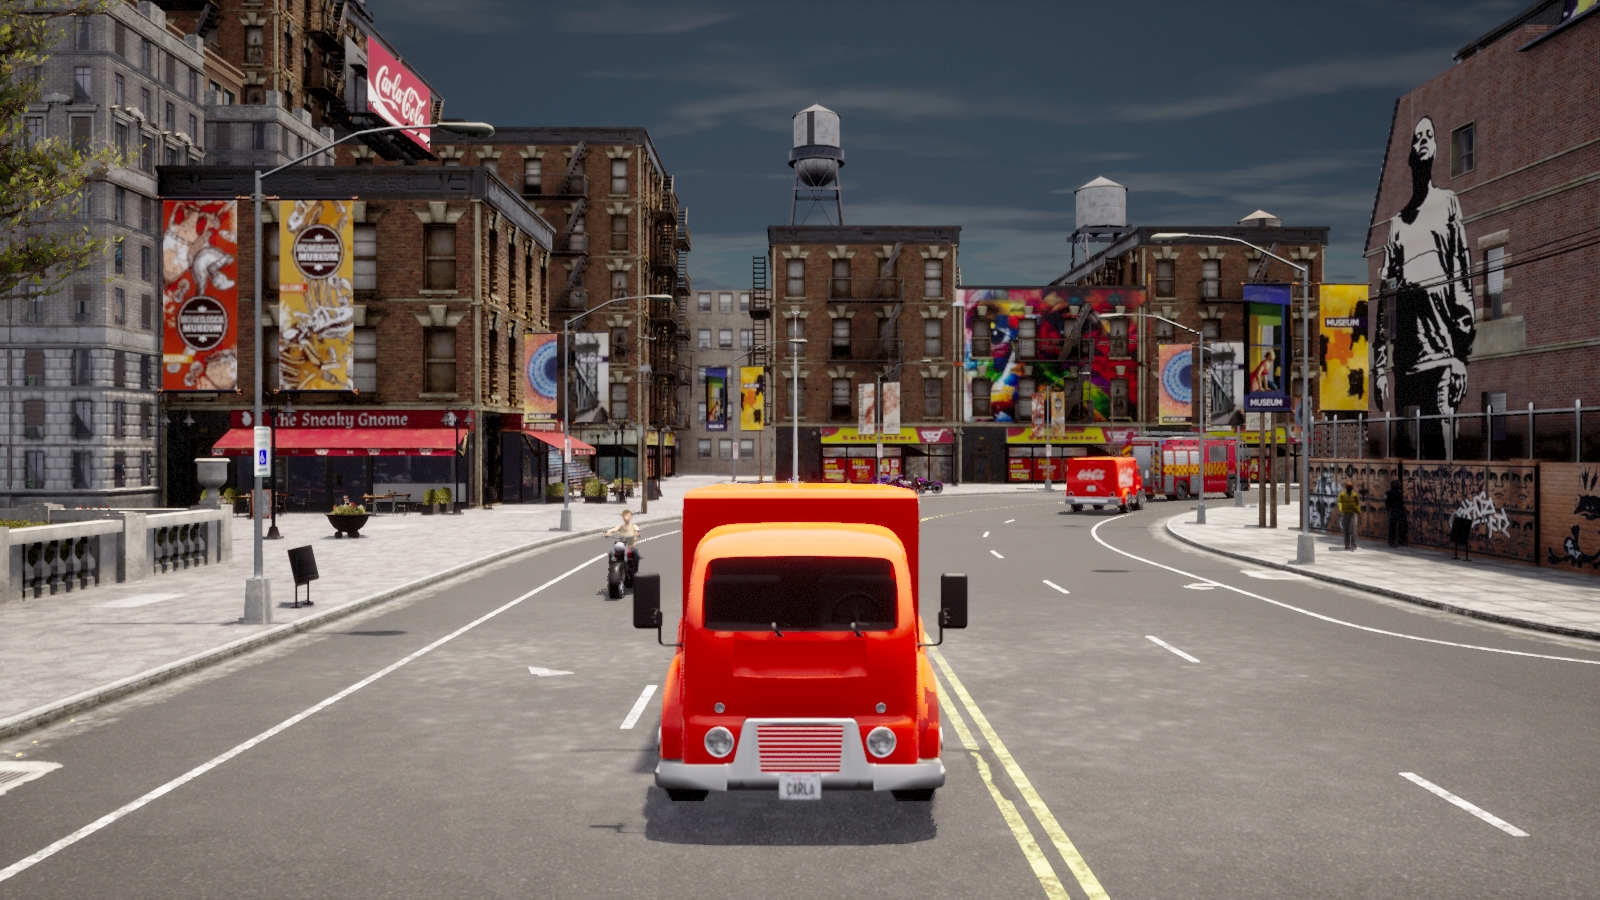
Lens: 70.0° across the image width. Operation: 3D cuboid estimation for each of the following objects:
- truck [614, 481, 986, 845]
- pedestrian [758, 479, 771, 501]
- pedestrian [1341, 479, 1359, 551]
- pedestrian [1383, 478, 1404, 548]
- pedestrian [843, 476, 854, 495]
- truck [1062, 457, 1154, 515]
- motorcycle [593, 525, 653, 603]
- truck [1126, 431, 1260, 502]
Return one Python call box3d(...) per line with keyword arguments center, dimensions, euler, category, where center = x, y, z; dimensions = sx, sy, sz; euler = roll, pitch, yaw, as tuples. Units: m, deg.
box3d(center=(0.004, 1.573, 10.679), dimensions=(2.627, 2.467, 5.204), euler=(0, 0, 0), category="truck")
box3d(center=(-1.834, 2.080, 59.413), dimensions=(0.500, 1.100, 0.500), euler=(0, 0, 27), category="pedestrian")
box3d(center=(14.392, 1.698, 29.893), dimensions=(0.375, 1.860, 0.375), euler=(0, 0, 15), category="pedestrian")
box3d(center=(15.950, 1.698, 30.704), dimensions=(0.375, 1.860, 0.375), euler=(0, 0, -6), category="pedestrian")
box3d(center=(2.887, 2.080, 67.761), dimensions=(0.500, 1.100, 0.500), euler=(0, 0, 29), category="pedestrian")
box3d(center=(14.097, 1.571, 52.106), dimensions=(2.627, 2.467, 5.204), euler=(0, 0, 32), category="truck")
box3d(center=(-3.415, 2.171, 22.245), dimensions=(0.764, 1.277, 2.356), euler=(0, 0, 1), category="motorcycle")
box3d(center=(22.533, 0.895, 65.318), dimensions=(8.468, 3.827, 2.891), euler=(0, 0, -36), category="truck")
